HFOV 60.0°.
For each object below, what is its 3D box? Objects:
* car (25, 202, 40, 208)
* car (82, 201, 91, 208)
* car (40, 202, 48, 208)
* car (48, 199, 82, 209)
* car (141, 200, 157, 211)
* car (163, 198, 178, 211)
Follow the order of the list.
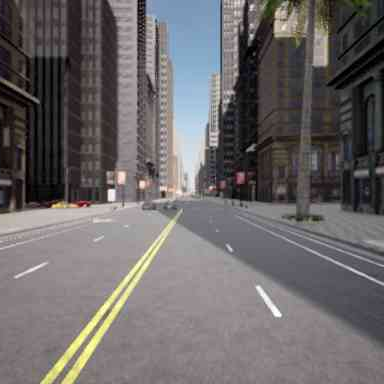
[{"bbox_3d":[-34.155,2.798,71.272,4.206,1.307,1.802,-1,0,0],"label":"car"},{"bbox_3d":[-23.981,2.621,71.239,4.507,1.381,1.887,-1,0,0],"label":"car"},{"bbox_3d":[-29.071,2.461,71.254,5.009,1.841,2.192,-1,0,0],"label":"car"},{"bbox_3d":[-23.841,2.543,62.711,4.829,1.417,1.752,-1,0,0],"label":"car"},{"bbox_3d":[-6.538,2.078,51.028,1.837,1.490,4.892,0,-1,1],"label":"car"},{"bbox_3d":[-3.289,2.061,50.778,2.128,1.511,4.902,0,-1,1],"label":"car"}]
